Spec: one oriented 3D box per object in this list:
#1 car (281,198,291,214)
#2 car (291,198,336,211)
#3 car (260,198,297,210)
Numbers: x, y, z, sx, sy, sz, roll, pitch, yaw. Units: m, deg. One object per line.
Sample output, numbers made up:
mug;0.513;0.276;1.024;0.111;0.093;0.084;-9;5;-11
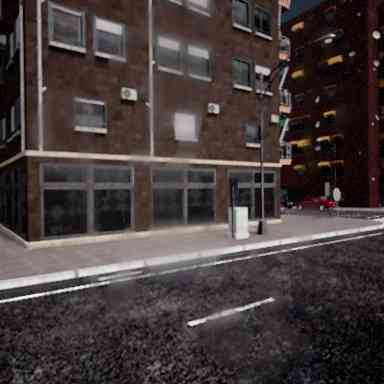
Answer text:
car;7.202;1.504;32.717;1.802;1.307;4.206;-2;0;-36
car;13.966;1.349;37.605;1.887;1.381;4.507;-2;0;-36
car;10.851;1.441;41.918;1.947;1.339;4.313;-2;0;-36
